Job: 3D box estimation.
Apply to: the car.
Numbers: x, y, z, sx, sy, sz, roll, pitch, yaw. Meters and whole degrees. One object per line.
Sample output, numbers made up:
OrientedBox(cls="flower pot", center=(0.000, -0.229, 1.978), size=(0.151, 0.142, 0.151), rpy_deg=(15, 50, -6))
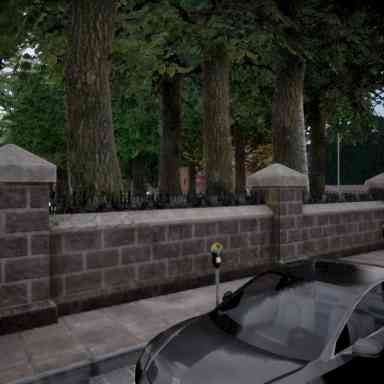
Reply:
OrientedBox(cls="car", center=(1.470, 1.565, 3.872), size=(4.313, 1.339, 1.947), rpy_deg=(0, -1, -36))
